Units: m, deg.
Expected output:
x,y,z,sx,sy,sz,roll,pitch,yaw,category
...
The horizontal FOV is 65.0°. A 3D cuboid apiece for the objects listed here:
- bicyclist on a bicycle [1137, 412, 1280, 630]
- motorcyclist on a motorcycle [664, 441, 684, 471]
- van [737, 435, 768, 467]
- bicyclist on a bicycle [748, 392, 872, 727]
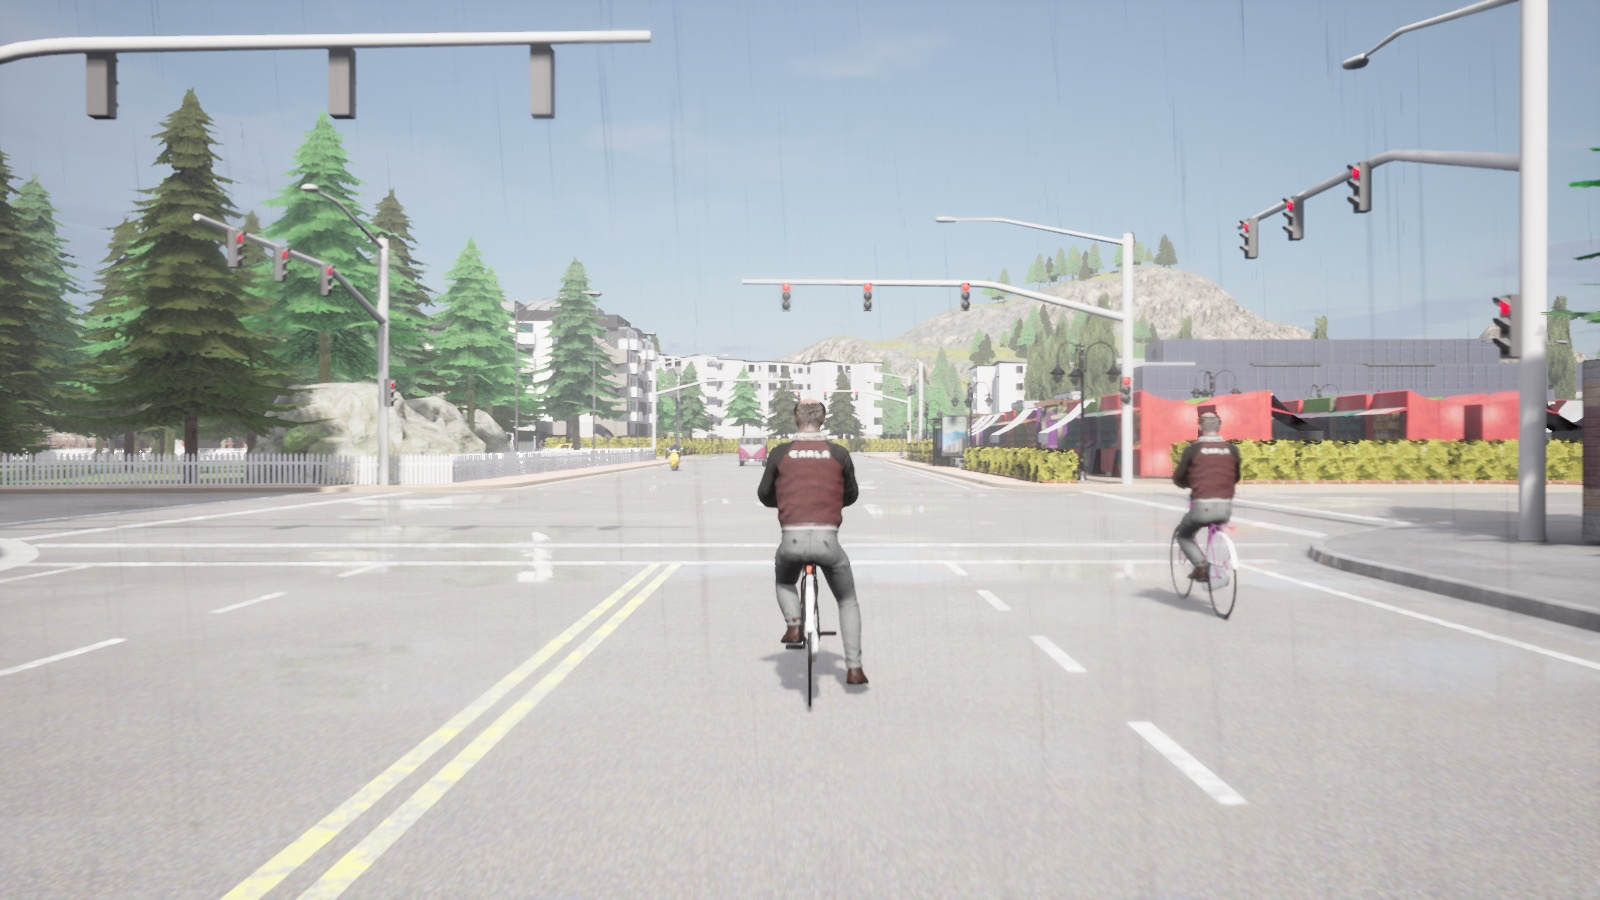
x,y,z,sx,sy,sz,roll,pitch,yaw,category
3.578,0.554,11.155,0.659,1.776,1.843,0,2,0,bicyclist on a bicycle
-6.613,0.317,66.204,0.866,1.590,1.817,0,0,0,motorcyclist on a motorcycle
-3.031,0.036,80.789,1.775,1.987,4.442,0,0,0,van
0.058,0.574,7.585,0.659,1.776,1.843,0,1,0,bicyclist on a bicycle
